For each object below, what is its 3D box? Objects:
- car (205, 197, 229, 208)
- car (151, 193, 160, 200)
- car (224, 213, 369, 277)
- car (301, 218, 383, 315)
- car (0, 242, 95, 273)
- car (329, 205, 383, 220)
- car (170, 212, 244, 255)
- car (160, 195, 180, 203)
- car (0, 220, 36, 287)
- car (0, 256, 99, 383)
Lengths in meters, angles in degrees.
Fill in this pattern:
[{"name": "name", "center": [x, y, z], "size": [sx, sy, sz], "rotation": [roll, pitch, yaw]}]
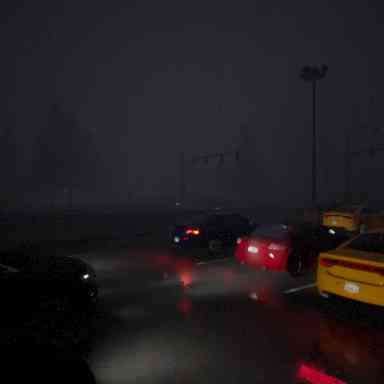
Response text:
[{"name": "car", "center": [3.714, 1.458, 49.386], "size": [1.882, 1.535, 5.008], "rotation": [0, 0, -23]}, {"name": "car", "center": [-8.669, 1.198, 80.836], "size": [2.150, 2.045, 5.566], "rotation": [0, 0, -13]}, {"name": "car", "center": [3.323, 1.558, 10.309], "size": [4.181, 1.385, 1.994], "rotation": [0, 0, -35]}, {"name": "car", "center": [4.738, 1.472, 7.033], "size": [5.008, 1.535, 1.882], "rotation": [0, 0, -35]}, {"name": "car", "center": [-3.974, 1.492, 5.192], "size": [4.902, 1.511, 2.128], "rotation": [0, 0, -35]}, {"name": "car", "center": [9.524, 1.464, 18.891], "size": [5.008, 1.535, 1.882], "rotation": [0, 0, -35]}, {"name": "car", "center": [1.349, 1.520, 13.200], "size": [4.674, 1.442, 1.812], "rotation": [0, 0, -35]}, {"name": "car", "center": [-4.115, 1.523, 65.794], "size": [2.033, 1.411, 5.357], "rotation": [0, 0, -22]}, {"name": "car", "center": [-6.673, 1.548, 7.603], "size": [5.357, 1.411, 2.033], "rotation": [0, 0, -35]}, {"name": "car", "center": [-2.928, 1.506, 1.645], "size": [4.892, 1.490, 1.837], "rotation": [0, 0, -35]}]
